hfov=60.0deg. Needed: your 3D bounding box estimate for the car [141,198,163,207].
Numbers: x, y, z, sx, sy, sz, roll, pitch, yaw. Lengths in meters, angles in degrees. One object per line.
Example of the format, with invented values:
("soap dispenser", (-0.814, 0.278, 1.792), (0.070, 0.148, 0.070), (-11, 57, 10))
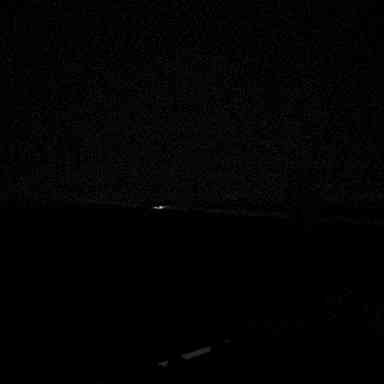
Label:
("car", (-7.134, 1.806, 58.237), (2.033, 1.411, 5.357), (-1, 0, -35))
